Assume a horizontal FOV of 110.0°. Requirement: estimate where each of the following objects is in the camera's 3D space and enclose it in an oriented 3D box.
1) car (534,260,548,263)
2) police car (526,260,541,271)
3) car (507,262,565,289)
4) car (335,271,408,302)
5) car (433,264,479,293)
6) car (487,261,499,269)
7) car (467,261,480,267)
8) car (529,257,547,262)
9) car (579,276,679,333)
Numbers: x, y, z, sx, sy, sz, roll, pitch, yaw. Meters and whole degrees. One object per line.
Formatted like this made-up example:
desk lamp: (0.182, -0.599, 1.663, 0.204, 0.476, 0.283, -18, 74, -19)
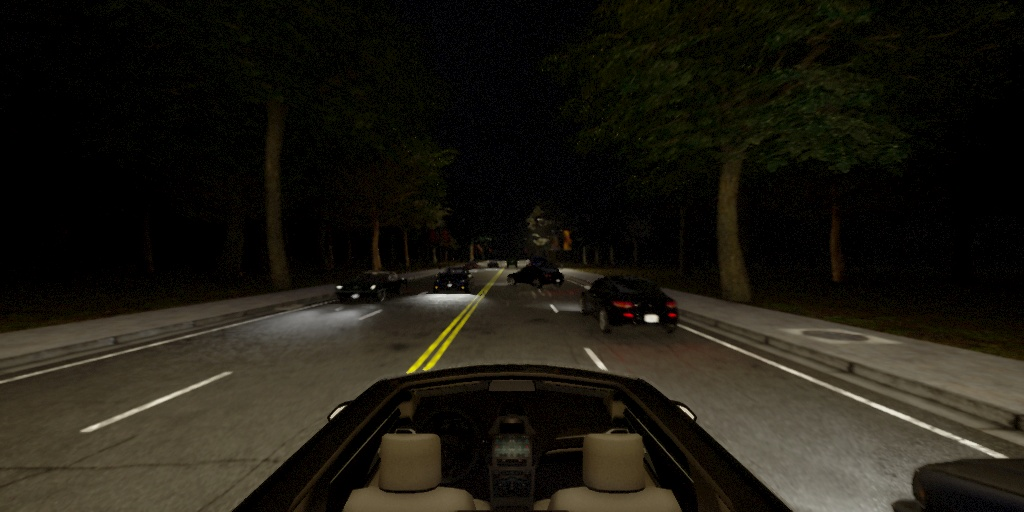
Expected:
car: (3.260, 1.364, 32.668, 1.837, 1.490, 4.892, 0, 0, 0)
police car: (3.266, 1.455, 54.669, 2.038, 1.542, 4.974, 0, 0, 0)
car: (1.537, 1.353, 24.056, 1.812, 1.442, 4.674, 0, 0, -35)
car: (-6.592, 1.402, 17.332, 1.895, 1.301, 4.718, 0, 0, 0)
car: (-3.335, 1.379, 21.165, 1.994, 1.385, 4.181, 0, 0, 0)
car: (-3.258, 1.555, 62.561, 1.994, 1.385, 4.181, 0, 0, 1)
car: (-6.516, 1.536, 59.555, 1.994, 1.385, 4.181, 0, 0, 1)
car: (3.262, 1.124, 43.699, 2.150, 2.045, 5.566, 0, 0, 0)
car: (3.253, 1.301, 10.668, 1.812, 1.442, 4.674, 0, 0, 0)
